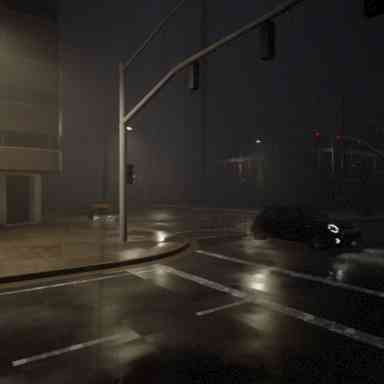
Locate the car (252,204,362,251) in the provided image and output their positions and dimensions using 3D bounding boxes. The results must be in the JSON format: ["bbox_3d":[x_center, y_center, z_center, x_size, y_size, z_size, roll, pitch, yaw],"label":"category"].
[{"bbox_3d":[4.819,1.359,14.421,2.097,1.767,4.553,0,0,-36],"label":"car"}]

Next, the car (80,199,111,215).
[{"bbox_3d":[-10.149,1.541,34.825,1.882,1.535,5.008,0,0,-36],"label":"car"}]
